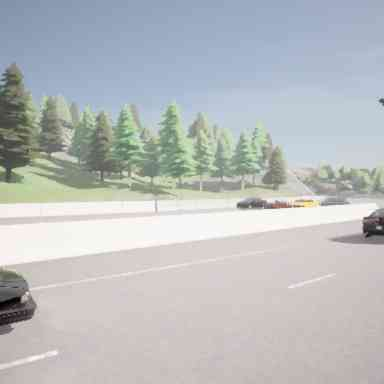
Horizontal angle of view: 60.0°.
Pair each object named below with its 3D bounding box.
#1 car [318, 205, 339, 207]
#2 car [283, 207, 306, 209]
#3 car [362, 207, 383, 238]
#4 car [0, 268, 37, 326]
[{"bbox_3d":[15.338,1.340,36.013,2.097,1.767,4.553,0,0,44],"label":"car"},{"bbox_3d":[12.675,1.467,38.285,1.882,1.535,5.008,0,0,44],"label":"car"},{"bbox_3d":[10.298,1.472,16.601,5.008,1.535,1.882,0,0,-41],"label":"car"},{"bbox_3d":[-5.107,1.548,4.444,5.357,1.411,2.033,0,0,-36],"label":"car"}]
